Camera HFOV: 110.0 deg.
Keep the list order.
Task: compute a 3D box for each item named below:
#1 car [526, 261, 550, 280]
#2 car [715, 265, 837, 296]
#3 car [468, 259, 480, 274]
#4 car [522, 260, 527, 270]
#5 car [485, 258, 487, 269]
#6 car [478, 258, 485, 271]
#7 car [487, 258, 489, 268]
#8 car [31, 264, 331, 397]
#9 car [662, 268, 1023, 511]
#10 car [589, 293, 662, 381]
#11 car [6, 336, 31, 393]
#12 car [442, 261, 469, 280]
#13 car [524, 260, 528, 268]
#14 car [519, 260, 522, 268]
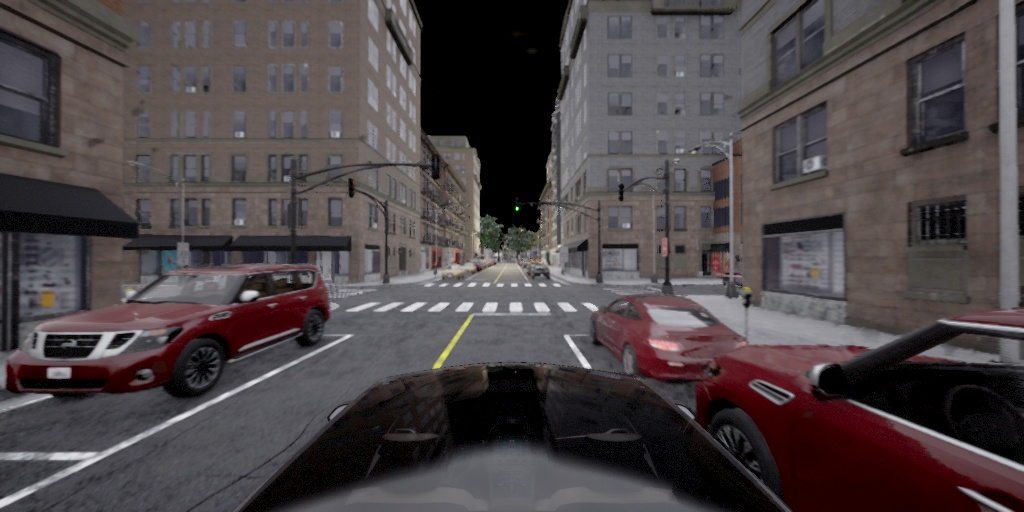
[{"bbox_3d":[2.636,1.457,33.795,2.007,1.370,4.403,0,0,0],"label":"car"},{"bbox_3d":[13.886,1.252,19.095,4.902,1.511,2.128,0,0,0],"label":"car"},{"bbox_3d":[-5.414,1.486,44.588,1.751,1.417,4.829,0,0,0],"label":"car"},{"bbox_3d":[2.636,1.511,44.759,2.007,1.370,4.403,0,0,0],"label":"car"},{"bbox_3d":[-5.410,1.455,55.722,1.967,1.591,4.097,0,0,0],"label":"car"},{"bbox_3d":[-5.412,1.303,50.241,2.192,1.841,5.009,0,0,0],"label":"car"},{"bbox_3d":[-5.409,1.483,61.204,1.967,1.591,4.097,0,0,0],"label":"car"},{"bbox_3d":[-5.401,1.089,6.788,2.192,1.841,5.009,0,0,0],"label":"car"},{"bbox_3d":[2.638,1.062,1.108,2.192,1.841,5.009,0,0,0],"label":"car"},{"bbox_3d":[2.637,1.357,6.787,1.802,1.307,4.207,0,0,0],"label":"car"},{"bbox_3d":[-5.400,1.273,0.939,1.751,1.417,4.829,0,0,0],"label":"car"},{"bbox_3d":[-5.417,1.432,33.625,1.751,1.417,4.829,0,0,0],"label":"car"},{"bbox_3d":[2.636,1.479,39.277,1.888,1.381,4.507,0,0,0],"label":"car"},{"bbox_3d":[2.635,1.593,61.204,2.007,1.370,4.403,0,0,0],"label":"car"}]
